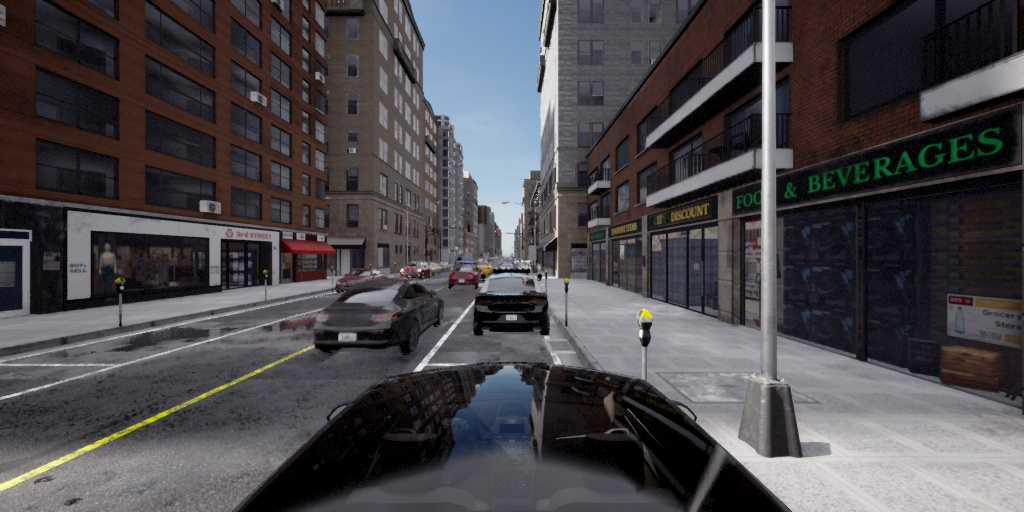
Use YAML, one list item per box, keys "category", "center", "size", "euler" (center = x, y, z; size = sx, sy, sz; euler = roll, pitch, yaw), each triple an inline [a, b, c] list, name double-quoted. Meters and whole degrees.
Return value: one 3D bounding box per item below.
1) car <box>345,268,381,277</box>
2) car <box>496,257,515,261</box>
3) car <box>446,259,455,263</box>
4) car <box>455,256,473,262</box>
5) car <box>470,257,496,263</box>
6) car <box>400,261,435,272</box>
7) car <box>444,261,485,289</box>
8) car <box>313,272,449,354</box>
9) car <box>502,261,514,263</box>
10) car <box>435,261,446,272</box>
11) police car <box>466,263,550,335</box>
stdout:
- category: "car"
  center: [-8.408, 1.332, 20.388]
  size: [1.802, 1.307, 4.207]
  euler: [0, 0, 0]
- category: "car"
  center: [-0.383, 1.190, 36.951]
  size: [1.967, 1.591, 4.097]
  euler: [0, 0, 0]
- category: "car"
  center: [-8.408, 1.300, 42.461]
  size: [2.007, 1.370, 4.403]
  euler: [0, 0, 0]
- category: "car"
  center: [-5.790, 0.976, 44.157]
  size: [2.150, 2.045, 5.566]
  euler: [0, 0, 0]
- category: "car"
  center: [-3.021, 1.207, 38.473]
  size: [1.801, 1.575, 5.366]
  euler: [0, 0, 0]
- category: "car"
  center: [-8.408, 1.190, 31.425]
  size: [1.967, 1.591, 4.097]
  euler: [0, 0, 0]
- category: "car"
  center: [-2.923, 1.275, 23.147]
  size: [1.812, 1.442, 4.674]
  euler: [0, 0, 0]
- category: "car"
  center: [-2.917, 1.276, 8.650]
  size: [1.812, 1.442, 4.674]
  euler: [0, 0, 0]
- category: "car"
  center: [-0.383, 1.300, 25.913]
  size: [2.007, 1.370, 4.403]
  euler: [0, 0, 0]
- category: "car"
  center: [-8.408, 1.275, 36.773]
  size: [1.751, 1.417, 4.829]
  euler: [0, 0, 0]
- category: "police car"
  center: [-0.012, 1.175, 10.610]
  size: [1.930, 1.638, 5.238]
  euler: [0, 0, 0]
